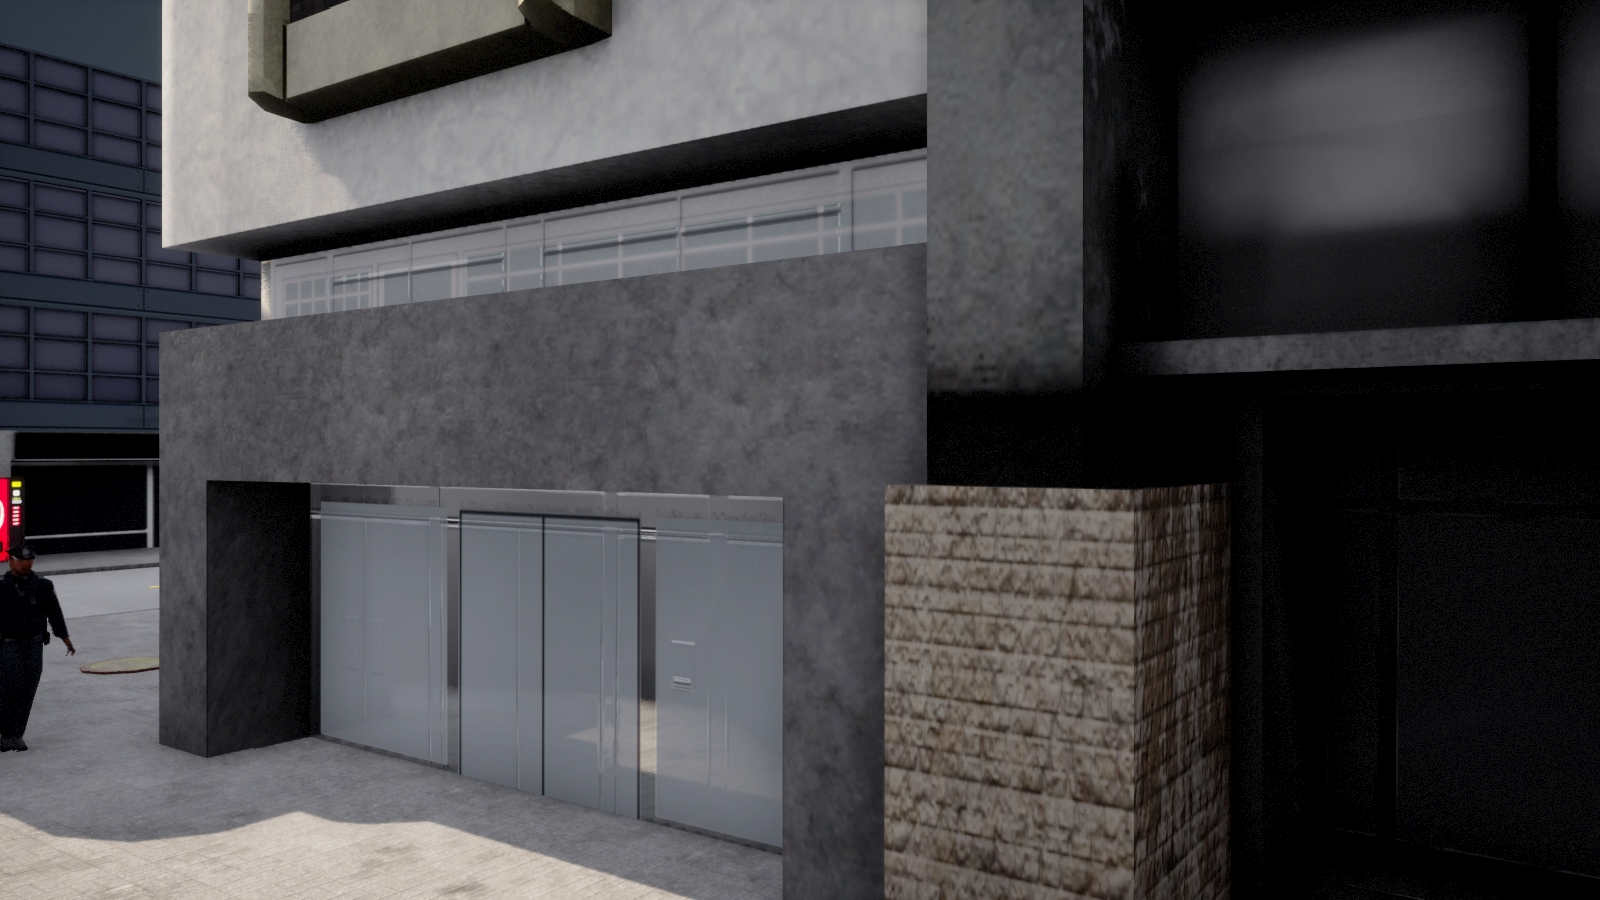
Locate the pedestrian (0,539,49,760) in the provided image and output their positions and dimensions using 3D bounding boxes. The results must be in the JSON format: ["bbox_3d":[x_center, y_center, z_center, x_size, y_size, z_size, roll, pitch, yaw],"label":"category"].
[{"bbox_3d":[-6.903,1.742,10.106,0.375,1.860,0.375,0,0,-43],"label":"pedestrian"}]
